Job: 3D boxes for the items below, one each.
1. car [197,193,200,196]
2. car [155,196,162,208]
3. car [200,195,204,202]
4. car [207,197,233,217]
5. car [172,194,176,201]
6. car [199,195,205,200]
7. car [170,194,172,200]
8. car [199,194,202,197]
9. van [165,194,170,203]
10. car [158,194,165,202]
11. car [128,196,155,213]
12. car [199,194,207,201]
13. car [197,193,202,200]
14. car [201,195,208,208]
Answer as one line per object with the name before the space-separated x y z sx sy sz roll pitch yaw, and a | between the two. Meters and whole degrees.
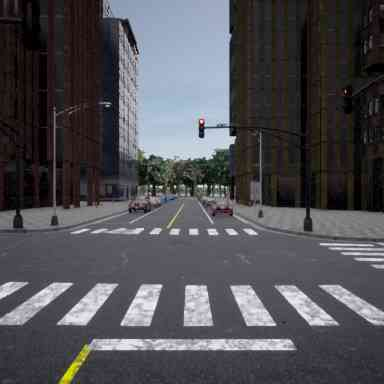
car | 2.740 1.342 80.721 2.192 1.841 5.009 0 0 0
car | -5.776 1.591 48.093 1.802 1.307 4.206 0 0 0
car | 2.748 1.556 53.533 1.887 1.381 4.507 0 0 0
car | 2.754 1.444 31.783 1.967 1.590 4.097 0 0 0
car | -5.786 1.597 86.156 1.947 1.339 4.313 0 0 0
car | 2.738 1.561 91.766 1.752 1.417 4.829 0 0 0
car | -5.782 1.571 69.844 2.008 1.369 4.403 0 0 0
car | 2.745 1.542 64.578 1.752 1.417 4.829 0 0 0
van | -5.780 1.358 64.406 1.690 1.788 3.998 0 0 0
car | -5.777 1.537 53.361 1.752 1.417 4.829 0 0 0
car | -5.773 1.321 37.218 2.192 1.841 5.009 0 0 0
car | 2.747 1.559 58.971 1.887 1.381 4.507 0 0 0
car | 2.742 1.548 75.453 1.752 1.417 4.829 0 0 0
car | 2.750 1.560 48.095 2.008 1.369 4.403 0 0 0
